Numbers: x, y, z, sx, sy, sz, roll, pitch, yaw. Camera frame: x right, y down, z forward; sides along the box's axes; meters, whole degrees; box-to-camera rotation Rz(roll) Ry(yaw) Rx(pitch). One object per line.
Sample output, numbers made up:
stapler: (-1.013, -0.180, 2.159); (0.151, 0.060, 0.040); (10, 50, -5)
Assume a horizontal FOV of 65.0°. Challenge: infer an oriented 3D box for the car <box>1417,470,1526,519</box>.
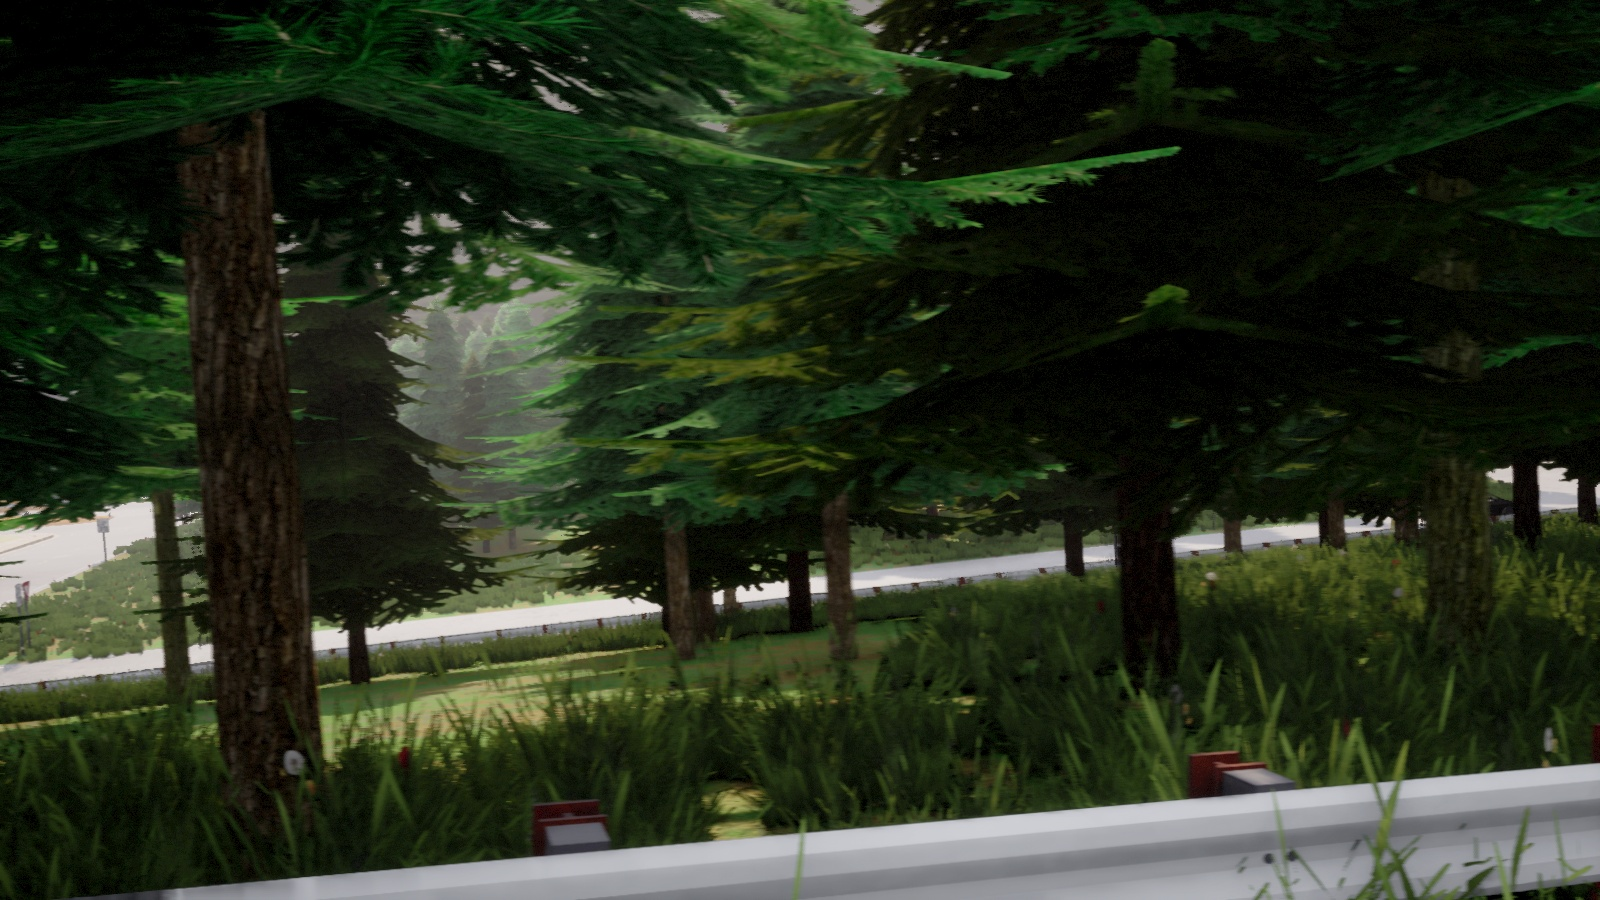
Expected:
car: (27.558, 1.796, 51.580); (3.705, 1.549, 1.789); (-6, 3, -17)
